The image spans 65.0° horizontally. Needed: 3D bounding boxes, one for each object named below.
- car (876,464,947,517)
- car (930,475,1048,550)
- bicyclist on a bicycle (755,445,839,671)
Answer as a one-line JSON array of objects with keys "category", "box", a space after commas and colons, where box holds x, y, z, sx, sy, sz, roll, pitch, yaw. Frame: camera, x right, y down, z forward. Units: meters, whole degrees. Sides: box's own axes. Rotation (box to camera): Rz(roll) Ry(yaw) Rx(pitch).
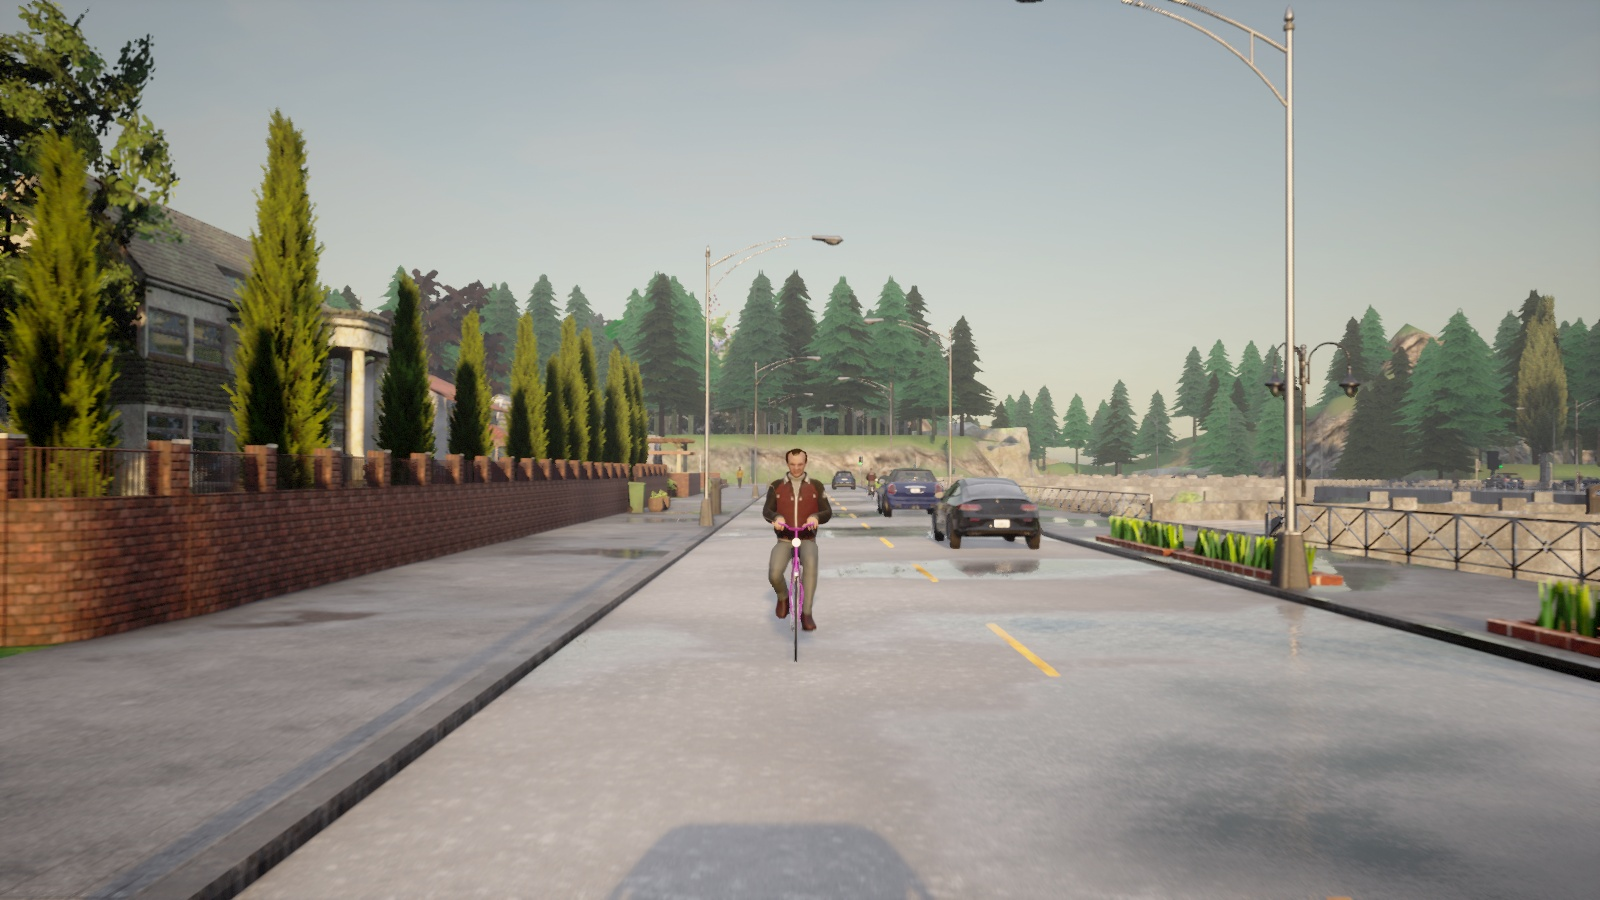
[{"category": "car", "box": [3.894, 1.406, 44.704, 2.097, 1.767, 4.553, 0, -1, 0]}, {"category": "car", "box": [3.937, 1.276, 26.935, 1.812, 1.442, 4.674, 0, -1, 0]}, {"category": "bicyclist on a bicycle", "box": [-0.026, 0.866, 10.794, 0.659, 1.776, 1.843, 0, -1, 0]}]
